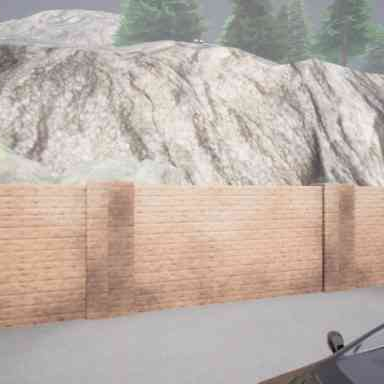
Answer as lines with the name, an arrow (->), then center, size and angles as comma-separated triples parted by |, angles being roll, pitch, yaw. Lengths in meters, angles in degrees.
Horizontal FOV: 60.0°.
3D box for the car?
car -> 2.104, 1.491, 1.944 | 4.902, 1.511, 2.128 | 0, 0, -19
